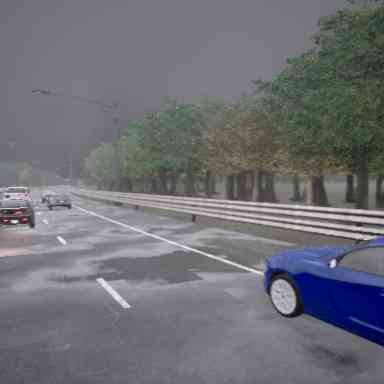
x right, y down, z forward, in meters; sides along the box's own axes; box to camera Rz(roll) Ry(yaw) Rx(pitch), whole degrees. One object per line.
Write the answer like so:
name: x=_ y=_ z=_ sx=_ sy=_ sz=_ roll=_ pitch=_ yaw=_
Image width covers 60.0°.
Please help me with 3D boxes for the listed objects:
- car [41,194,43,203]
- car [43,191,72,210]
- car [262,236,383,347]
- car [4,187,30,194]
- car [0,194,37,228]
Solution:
car: x=-17.454 y=0.583 z=40.912 sx=1.812 sy=1.442 sz=4.674 roll=-2 pitch=2 yaw=-25
car: x=-12.284 y=0.824 z=30.678 sx=2.033 sy=1.411 sz=5.357 roll=-2 pitch=2 yaw=-27
car: x=3.077 y=1.299 z=4.497 sx=1.882 sy=1.535 sz=5.008 roll=-2 pitch=2 yaw=-30
car: x=-17.989 y=0.474 z=34.285 sx=2.150 sy=2.045 sz=5.566 roll=-2 pitch=2 yaw=-26
car: x=-9.560 y=1.106 z=17.924 sx=1.837 sy=1.490 sz=4.892 roll=-2 pitch=2 yaw=-28
